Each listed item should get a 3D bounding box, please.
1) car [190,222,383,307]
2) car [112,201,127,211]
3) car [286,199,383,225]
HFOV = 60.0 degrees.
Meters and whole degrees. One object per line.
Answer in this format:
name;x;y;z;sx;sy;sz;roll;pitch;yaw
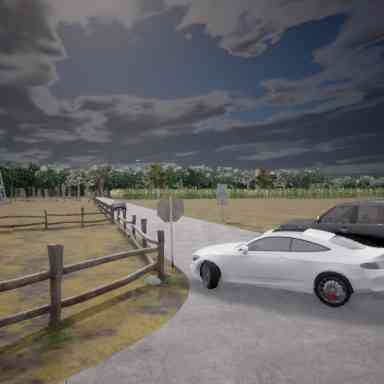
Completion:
car;2.168;1.615;8.088;4.674;1.442;1.812;-2;0;31
car;-10.884;1.988;49.471;2.033;1.411;5.357;-2;0;-18
car;5.110;1.231;9.836;2.150;2.045;5.566;-2;0;-40
